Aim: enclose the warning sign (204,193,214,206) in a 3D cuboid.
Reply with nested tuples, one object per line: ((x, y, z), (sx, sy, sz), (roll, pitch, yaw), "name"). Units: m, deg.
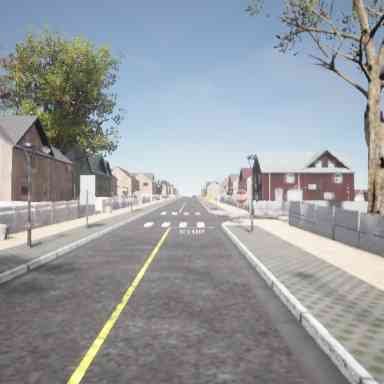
((2.491, 1.149, 49.102), (1.300, 1.860, 1.060), (-2, -2, 0), "warning sign")
